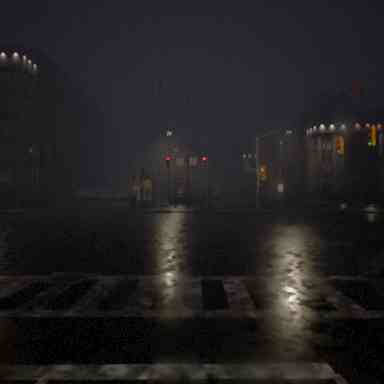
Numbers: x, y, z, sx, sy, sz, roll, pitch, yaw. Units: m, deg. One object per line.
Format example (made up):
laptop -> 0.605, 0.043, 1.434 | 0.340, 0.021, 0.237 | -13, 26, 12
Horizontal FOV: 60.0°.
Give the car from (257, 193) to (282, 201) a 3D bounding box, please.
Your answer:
car -> 16.021, 1.054, 69.132 | 4.786, 1.482, 2.161 | 0, 0, 0
